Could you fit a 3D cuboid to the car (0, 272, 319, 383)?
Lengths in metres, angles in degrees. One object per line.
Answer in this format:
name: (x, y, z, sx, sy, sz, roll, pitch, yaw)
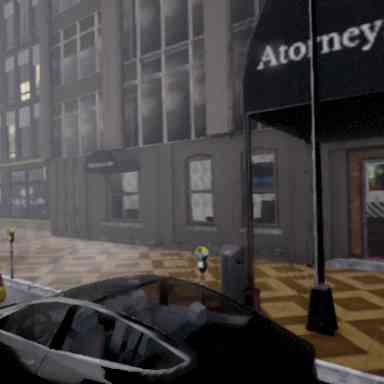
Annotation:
car: (-0.908, 1.585, 3.520, 4.313, 1.339, 1.947, -1, -1, 35)
